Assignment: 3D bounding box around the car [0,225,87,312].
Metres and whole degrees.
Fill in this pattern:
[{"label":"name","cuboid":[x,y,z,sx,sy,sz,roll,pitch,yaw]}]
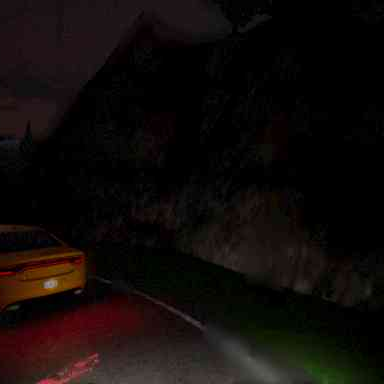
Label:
[{"label":"car","cuboid":[-4.347,1.478,7.518,5.008,1.535,1.882,0,0,42]}]
